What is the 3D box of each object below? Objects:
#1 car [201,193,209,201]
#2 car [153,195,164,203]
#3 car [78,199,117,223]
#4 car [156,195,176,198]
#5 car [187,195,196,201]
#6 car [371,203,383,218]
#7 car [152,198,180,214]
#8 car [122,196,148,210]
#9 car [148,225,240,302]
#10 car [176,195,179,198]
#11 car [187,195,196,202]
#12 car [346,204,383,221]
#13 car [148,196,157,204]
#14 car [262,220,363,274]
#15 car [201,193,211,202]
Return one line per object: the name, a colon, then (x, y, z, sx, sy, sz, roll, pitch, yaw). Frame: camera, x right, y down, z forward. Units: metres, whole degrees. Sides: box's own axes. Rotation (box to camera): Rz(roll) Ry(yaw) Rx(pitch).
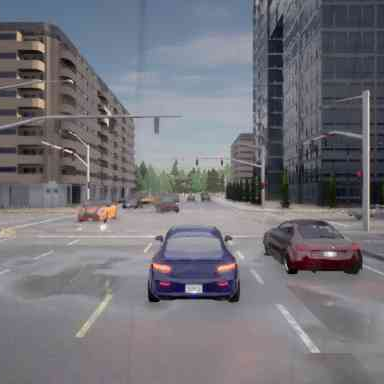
car: (3.427, 1.225, 87.844, 2.150, 2.045, 5.566, 0, 0, 1)
car: (-7.241, 1.500, 71.776, 1.837, 1.490, 4.892, 0, 0, 1)
car: (-7.238, 1.380, 25.812, 2.097, 1.767, 4.553, 0, 0, -1)
car: (-4.009, 1.477, 52.048, 1.882, 1.535, 5.008, 0, 0, 0)
car: (-0.074, 1.525, 87.816, 2.128, 1.511, 4.902, 0, 0, 1)
car: (19.447, 1.656, 30.726, 4.718, 1.301, 1.895, 0, 0, 0)
car: (-2.746, 1.628, 35.982, 1.895, 1.301, 4.718, 0, 0, -17)
car: (-7.685, 1.492, 43.443, 2.128, 1.511, 4.902, 0, 0, 4)
car: (0.044, 1.526, 8.114, 1.812, 1.442, 4.674, 0, 0, 0)
car: (-3.767, 1.352, 69.265, 2.097, 1.767, 4.553, 0, 0, 1)
car: (-0.180, 1.540, 77.472, 2.033, 1.411, 5.357, 0, 0, 1)
car: (15.272, 1.656, 26.962, 4.718, 1.301, 1.895, 0, 0, -1)
car: (-7.465, 1.478, 57.639, 1.882, 1.535, 5.008, 0, 1, 1)
car: (3.552, 1.564, 10.538, 1.994, 1.385, 4.181, 0, 0, 0)
car: (3.321, 1.355, 77.681, 2.097, 1.767, 4.553, 0, 0, 1)
